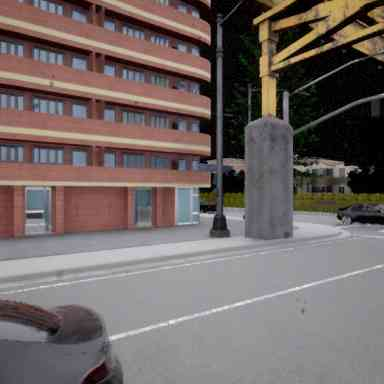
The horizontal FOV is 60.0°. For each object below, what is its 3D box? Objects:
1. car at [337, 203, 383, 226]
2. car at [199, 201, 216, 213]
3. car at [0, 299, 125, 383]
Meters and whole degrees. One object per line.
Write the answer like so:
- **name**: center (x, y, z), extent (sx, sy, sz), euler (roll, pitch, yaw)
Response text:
- **car**: center (11.664, 1.492, 21.143), extent (2.128, 1.511, 4.902), euler (0, 0, -30)
- **car**: center (1.099, 1.601, 36.522), extent (1.895, 1.301, 4.718), euler (0, 0, -35)
- **car**: center (-2.733, 1.526, 2.007), extent (4.674, 1.442, 1.812), euler (0, 0, -35)
